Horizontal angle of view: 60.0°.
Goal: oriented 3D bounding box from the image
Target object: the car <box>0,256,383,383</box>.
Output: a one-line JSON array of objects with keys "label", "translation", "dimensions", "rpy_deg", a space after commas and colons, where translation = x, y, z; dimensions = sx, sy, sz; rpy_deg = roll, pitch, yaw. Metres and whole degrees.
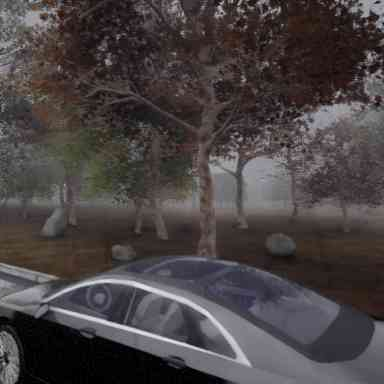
[{"label": "car", "translation": [-0.387, 1.492, 3.653], "dimensions": [4.902, 1.511, 2.128], "rpy_deg": [0, 0, 35]}]
